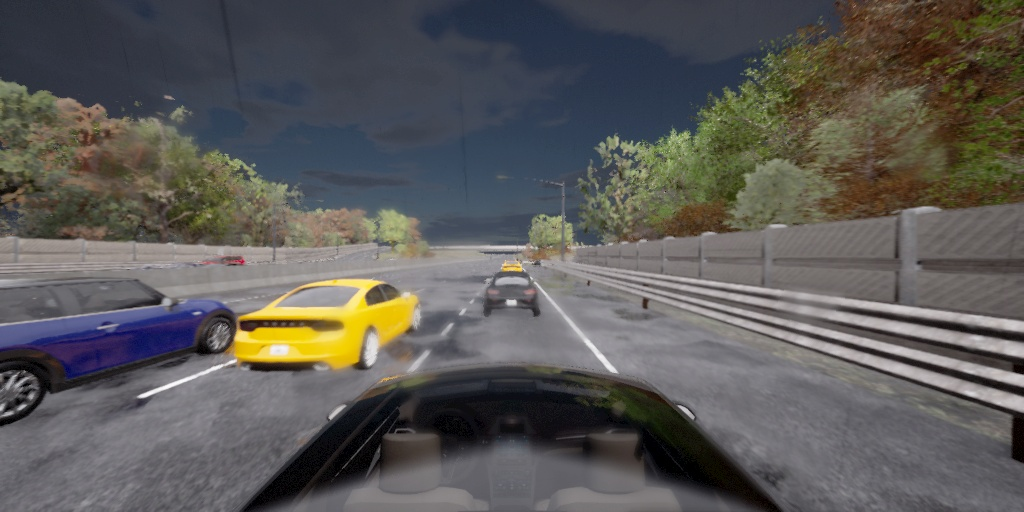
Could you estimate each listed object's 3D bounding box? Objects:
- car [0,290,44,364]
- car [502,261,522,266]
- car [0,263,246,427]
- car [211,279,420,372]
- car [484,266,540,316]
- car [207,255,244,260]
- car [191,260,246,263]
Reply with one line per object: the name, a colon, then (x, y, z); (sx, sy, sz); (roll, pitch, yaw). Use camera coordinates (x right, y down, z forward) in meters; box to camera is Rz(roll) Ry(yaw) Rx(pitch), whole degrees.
car: (-10.399, 1.347, 4.881); (1.895, 1.301, 4.718); (0, 0, 0)
car: (0.000, 1.220, 35.853); (1.882, 1.535, 5.008); (0, 0, 0)
car: (-6.900, 1.097, 5.794); (2.097, 1.767, 4.553); (0, 0, 0)
car: (-3.397, 1.221, 7.710); (1.882, 1.535, 5.008); (0, 0, 0)
car: (0.000, 1.265, 13.223); (1.812, 1.442, 4.674); (0, 0, 0)
car: (-31.571, 0.962, 38.867); (2.150, 2.045, 5.566); (0, 0, 0)
car: (-21.074, 1.240, 25.740); (1.837, 1.490, 4.892); (0, 0, 0)
